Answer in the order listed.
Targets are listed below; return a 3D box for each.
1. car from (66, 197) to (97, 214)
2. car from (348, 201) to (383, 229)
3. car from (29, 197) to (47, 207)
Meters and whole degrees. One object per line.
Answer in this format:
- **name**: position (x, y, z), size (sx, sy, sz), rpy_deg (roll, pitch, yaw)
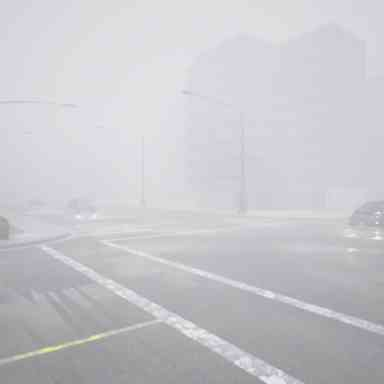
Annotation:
- **car**: position (-11.871, 1.348, 35.673), size (2.097, 1.767, 4.553), rpy_deg (0, 0, -36)
- **car**: position (12.226, 1.381, 21.894), size (4.553, 1.767, 2.097), rpy_deg (0, 0, -38)
- **car**: position (-24.561, 1.473, 53.005), size (1.882, 1.535, 5.008), rpy_deg (0, 0, -36)
